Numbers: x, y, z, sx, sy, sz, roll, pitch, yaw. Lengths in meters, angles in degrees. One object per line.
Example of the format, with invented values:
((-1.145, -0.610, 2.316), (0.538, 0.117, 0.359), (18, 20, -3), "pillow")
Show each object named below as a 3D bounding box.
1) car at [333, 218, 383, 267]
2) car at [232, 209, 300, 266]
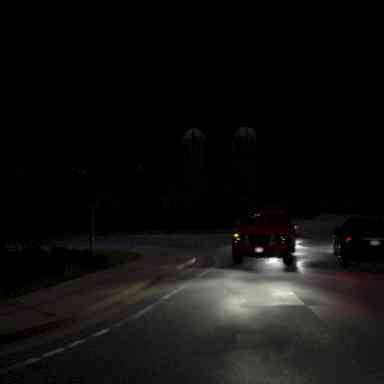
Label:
((6.737, 1.780, 12.963), (2.097, 1.767, 4.553), (-2, -3, 20), "car")
((3.257, 1.771, 14.238), (2.150, 2.045, 5.566), (-2, -3, 19), "car")
